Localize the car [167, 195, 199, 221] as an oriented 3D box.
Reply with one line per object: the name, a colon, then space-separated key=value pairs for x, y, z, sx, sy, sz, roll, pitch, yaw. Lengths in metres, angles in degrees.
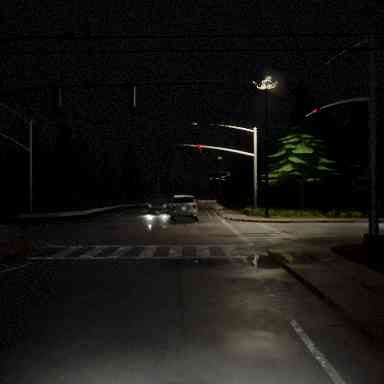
car: x=-0.702 y=1.301 z=28.055 sx=2.150 sy=2.045 sz=5.566 roll=-2 pitch=0 yaw=-2

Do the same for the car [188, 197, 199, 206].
car: x=0.230 y=1.627 z=59.970 sx=1.882 sy=1.535 sz=5.008 roll=0 pitch=-1 yaw=1

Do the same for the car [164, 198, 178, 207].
car: x=-3.509 y=1.724 z=56.641 sx=1.994 sy=1.385 sz=4.181 roll=0 pitch=0 yaw=1

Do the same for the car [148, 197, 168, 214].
car: x=-3.612 y=1.464 z=36.691 sx=2.097 sy=1.767 sz=4.553 roll=0 pitch=0 yaw=0

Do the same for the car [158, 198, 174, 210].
car: x=-3.598 y=1.641 z=46.562 sx=1.837 sy=1.490 sz=4.892 roll=0 pitch=0 yaw=0

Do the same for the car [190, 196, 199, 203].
car: x=0.555 y=1.704 z=73.306 sx=1.812 sy=1.442 sz=4.674 roll=0 pitch=0 yaw=2
